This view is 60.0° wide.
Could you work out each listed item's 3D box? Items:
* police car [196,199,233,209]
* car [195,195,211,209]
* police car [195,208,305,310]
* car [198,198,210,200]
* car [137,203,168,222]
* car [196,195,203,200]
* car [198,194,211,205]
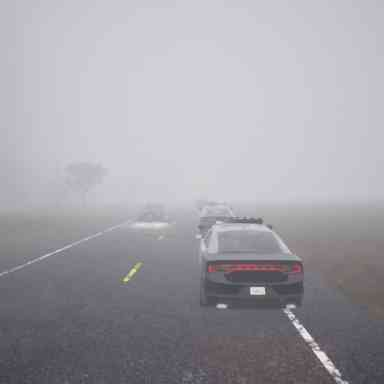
[{"bbox_3d":[1.313,1.425,18.034,1.930,1.638,5.238,0,0,1],"label":"police car"},{"bbox_3d":[1.456,1.497,45.924,1.837,1.490,4.892,0,0,4],"label":"car"},{"bbox_3d":[1.118,1.425,8.070,1.930,1.638,5.238,0,0,1],"label":"police car"},{"bbox_3d":[1.489,1.455,24.092,1.801,1.575,5.366,0,0,2],"label":"car"},{"bbox_3d":[-2.967,1.564,25.933,1.994,1.385,4.181,0,0,2],"label":"car"},{"bbox_3d":[2.139,1.475,93.883,1.812,1.442,4.674,0,0,7],"label":"car"},{"bbox_3d":[2.350,1.335,60.004,2.097,1.767,4.553,0,0,4],"label":"car"}]
